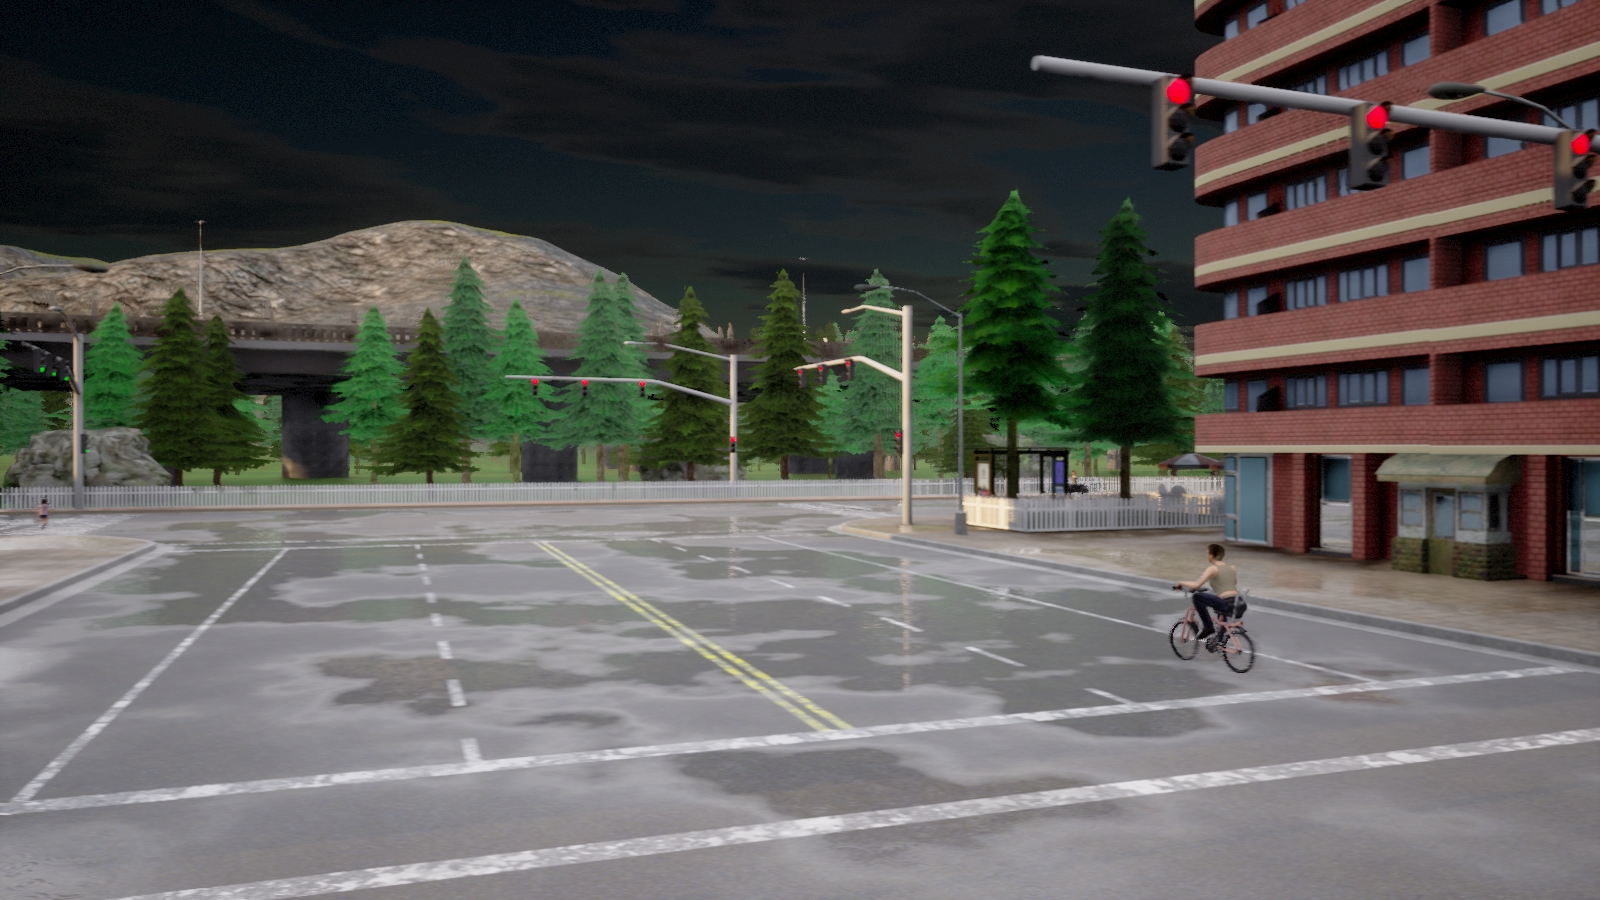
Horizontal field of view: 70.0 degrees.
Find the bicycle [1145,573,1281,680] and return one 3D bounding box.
[{"bbox_3d":[5.284,2.231,14.703,0.859,1.126,1.487,0,0,-24],"label":"bicycle"}]

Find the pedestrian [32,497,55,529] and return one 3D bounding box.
[{"bbox_3d":[-26.157,2.174,39.496,0.500,1.100,0.500,0,0,-12],"label":"pedestrian"}]

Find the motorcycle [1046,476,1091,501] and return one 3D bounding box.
[{"bbox_3d":[14.646,2.094,62.284,2.356,1.307,0.764,0,0,-18],"label":"motorcycle"}]
